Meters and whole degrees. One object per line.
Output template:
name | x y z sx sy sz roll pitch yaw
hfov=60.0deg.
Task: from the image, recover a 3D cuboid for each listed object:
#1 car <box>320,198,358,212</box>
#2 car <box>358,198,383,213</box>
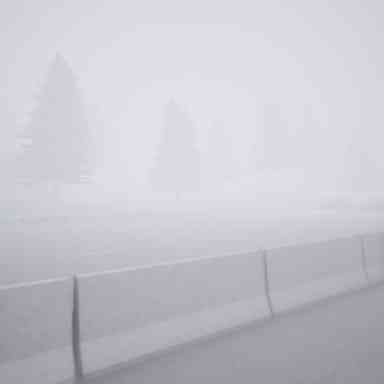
car | 16.111 1.413 36.940 4.181 1.385 1.994 0 0 -35
car | 19.728 1.388 35.230 5.357 1.411 2.033 0 0 -35
